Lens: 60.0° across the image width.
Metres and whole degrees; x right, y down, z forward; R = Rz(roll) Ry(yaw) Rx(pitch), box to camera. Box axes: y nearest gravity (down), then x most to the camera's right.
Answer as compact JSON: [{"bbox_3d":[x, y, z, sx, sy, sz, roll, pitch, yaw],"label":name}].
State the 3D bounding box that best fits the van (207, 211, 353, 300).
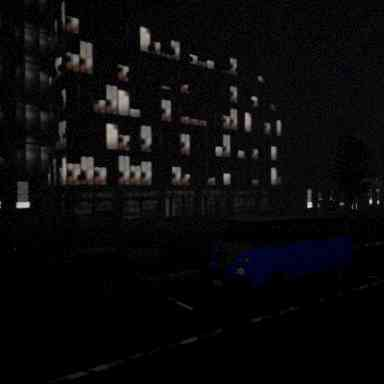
[{"bbox_3d":[2.242,1.386,8.174,3.998,1.788,1.690,0,-1,-35],"label":"van"}]
